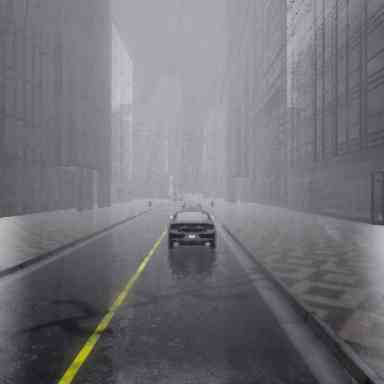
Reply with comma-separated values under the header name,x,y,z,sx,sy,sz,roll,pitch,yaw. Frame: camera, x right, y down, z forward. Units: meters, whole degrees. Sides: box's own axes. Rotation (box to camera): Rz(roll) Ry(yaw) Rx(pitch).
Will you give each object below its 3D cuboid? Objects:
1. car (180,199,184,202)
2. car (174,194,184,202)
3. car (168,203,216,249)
name,x,y,z,sx,sy,sz,roll,pitch,yaw
car,0.000,1.612,29.680,1.895,1.301,4.718,0,0,0
car,-2.999,1.268,75.940,2.097,1.767,4.553,0,0,0
car,0.001,1.483,14.650,1.882,1.535,5.008,0,0,0
